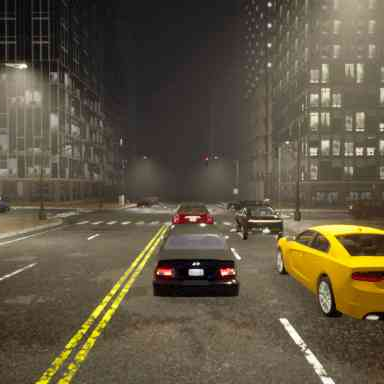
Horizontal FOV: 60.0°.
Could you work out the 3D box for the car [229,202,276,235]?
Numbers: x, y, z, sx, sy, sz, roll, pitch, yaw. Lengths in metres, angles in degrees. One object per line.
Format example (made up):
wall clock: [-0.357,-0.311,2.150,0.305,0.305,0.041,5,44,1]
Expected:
car: [3.277,1.482,16.864,2.128,1.511,4.902,0,0,1]

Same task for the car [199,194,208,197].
car: [2.946,1.272,79.743,2.097,1.767,4.553,0,0,0]

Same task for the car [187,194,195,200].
car: [-0.343,1.295,89.797,1.994,1.385,4.181,0,0,0]

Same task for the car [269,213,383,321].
car: [3.323,1.474,7.447,1.882,1.535,5.008,0,0,0]

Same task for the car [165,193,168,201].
car: [-6.799,1.153,78.305,2.150,2.045,5.566,0,0,0]

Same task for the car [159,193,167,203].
car: [-6.776,1.507,67.556,1.994,1.385,4.181,0,0,0]

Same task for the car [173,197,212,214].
car: [0.033,1.342,18.034,2.097,1.767,4.553,0,0,0]

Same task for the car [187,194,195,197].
car: [-0.304,1.470,79.761,1.994,1.385,4.181,0,0,0]

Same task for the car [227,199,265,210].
car: [6.197,1.500,36.510,4.892,1.490,1.837,2,3,33]

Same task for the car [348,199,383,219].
car: [16.093,1.519,28.652,5.009,1.841,2.192,1,0,1]

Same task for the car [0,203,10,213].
car: [-20.035,1.317,31.697,5.008,1.535,1.882,1,1,1]

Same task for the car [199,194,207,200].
car: [2.907,1.295,89.808,1.994,1.385,4.181,0,0,0]

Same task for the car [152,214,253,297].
car: [0.067,1.543,8.719,2.033,1.411,5.357,0,0,0]

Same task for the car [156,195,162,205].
car: [-6.794,1.556,57.551,1.895,1.301,4.718,0,0,0]

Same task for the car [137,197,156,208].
car: [-6.784,1.567,48.379,1.895,1.301,4.718,0,0,0]

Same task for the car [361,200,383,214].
car: [21.670,1.643,36.959,4.829,1.417,1.752,1,0,1]
